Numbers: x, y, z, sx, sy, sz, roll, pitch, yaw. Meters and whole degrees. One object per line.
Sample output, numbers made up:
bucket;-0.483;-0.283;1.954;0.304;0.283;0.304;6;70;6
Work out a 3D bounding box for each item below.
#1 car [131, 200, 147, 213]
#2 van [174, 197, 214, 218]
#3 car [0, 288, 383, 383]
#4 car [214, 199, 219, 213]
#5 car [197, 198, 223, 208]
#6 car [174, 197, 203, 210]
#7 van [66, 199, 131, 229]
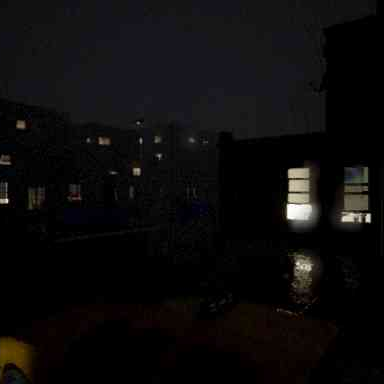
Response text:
car;-6.893;1.533;35.808;1.752;1.417;4.829;0;0;35
van;0.051;1.418;31.114;1.690;1.788;3.998;0;0;35
car;0.002;1.524;2.867;4.829;1.417;1.752;0;0;36
car;3.225;1.638;35.631;1.887;1.381;4.507;0;0;35
car;2.730;1.604;49.501;1.887;1.381;4.507;0;0;35
car;-0.444;1.482;44.983;1.967;1.590;4.097;0;0;35
van;-6.300;1.389;22.079;1.690;1.788;3.998;0;0;35
